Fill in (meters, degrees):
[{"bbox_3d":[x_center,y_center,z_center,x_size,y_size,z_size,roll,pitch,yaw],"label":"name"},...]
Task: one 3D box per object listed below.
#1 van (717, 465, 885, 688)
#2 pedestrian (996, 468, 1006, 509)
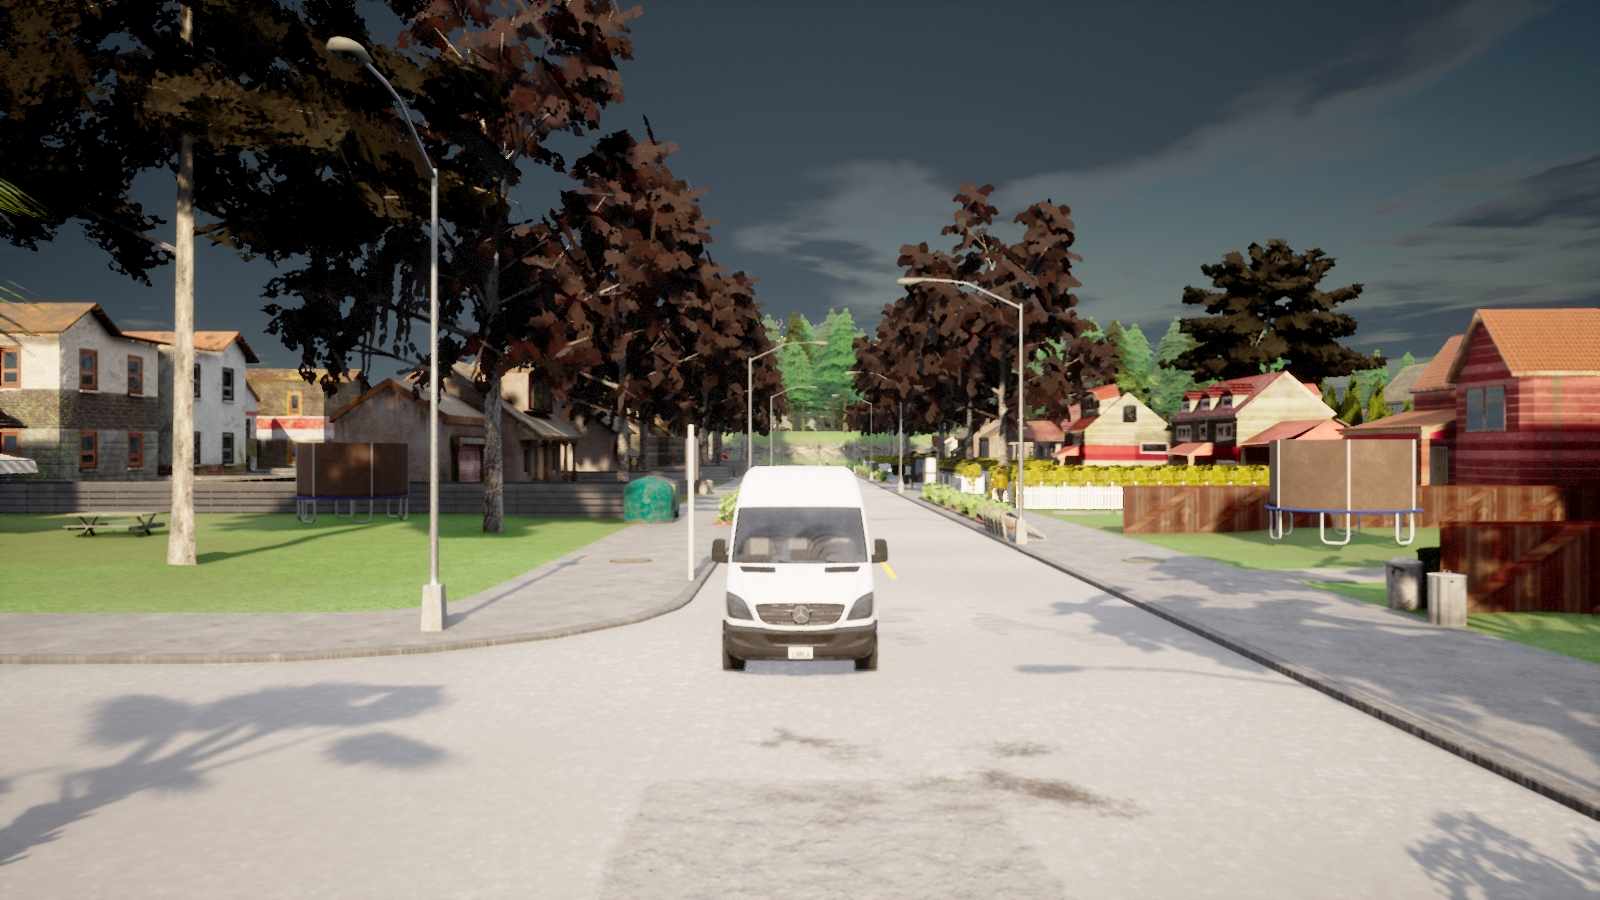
[{"bbox_3d":[0.002,1.535,16.473,1.988,2.561,5.915,0,0,0],"label":"van"},{"bbox_3d":[9.159,1.746,52.078,0.375,1.860,0.375,0,0,-2],"label":"pedestrian"}]
